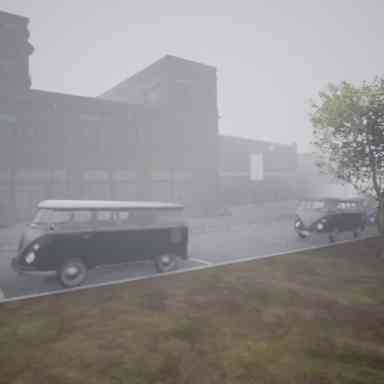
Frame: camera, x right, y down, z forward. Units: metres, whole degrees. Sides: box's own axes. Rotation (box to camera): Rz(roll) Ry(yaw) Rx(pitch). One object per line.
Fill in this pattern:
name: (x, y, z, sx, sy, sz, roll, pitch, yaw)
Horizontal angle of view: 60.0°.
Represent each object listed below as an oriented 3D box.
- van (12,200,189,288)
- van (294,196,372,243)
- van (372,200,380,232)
van: (-2.259, 1.212, 8.876, 4.442, 1.987, 1.878, 1, 0, -38)
van: (6.544, 1.237, 15.778, 4.442, 1.987, 1.878, 2, 0, -42)
van: (10.721, 1.264, 19.478, 4.442, 1.987, 1.878, 2, 0, -43)
